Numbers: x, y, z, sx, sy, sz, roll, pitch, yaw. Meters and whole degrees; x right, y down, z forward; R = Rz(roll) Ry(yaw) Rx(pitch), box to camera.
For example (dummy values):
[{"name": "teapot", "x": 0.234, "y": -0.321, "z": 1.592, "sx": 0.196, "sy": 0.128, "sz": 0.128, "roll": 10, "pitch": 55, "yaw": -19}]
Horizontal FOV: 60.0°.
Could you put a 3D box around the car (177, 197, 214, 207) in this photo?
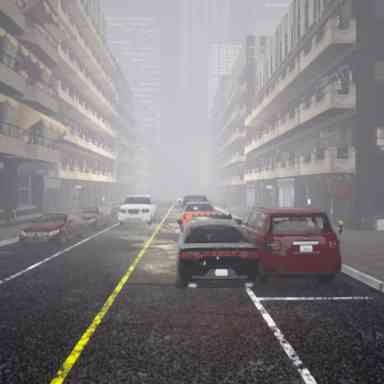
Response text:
[{"name": "car", "x": 0.355, "y": 1.344, "z": 19.155, "sx": 2.097, "sy": 1.767, "sz": 4.553, "roll": 0, "pitch": 0, "yaw": -2}]

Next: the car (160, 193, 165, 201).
[{"name": "car", "x": -8.098, "y": 1.526, "z": 82.187, "sx": 2.008, "sy": 1.369, "sz": 4.403, "roll": -1, "pitch": 0, "yaw": -2}]

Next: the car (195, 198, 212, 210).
[{"name": "car", "x": 1.430, "y": 1.551, "z": 43.207, "sx": 1.947, "sy": 1.339, "sz": 4.313, "roll": -1, "pitch": 0, "yaw": -2}]

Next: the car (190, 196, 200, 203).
[{"name": "car", "x": 0.608, "y": 1.544, "z": 71.205, "sx": 1.947, "sy": 1.339, "sz": 4.313, "roll": -1, "pitch": 0, "yaw": -2}]

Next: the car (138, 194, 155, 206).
[{"name": "car", "x": -7.279, "y": 1.297, "z": 54.189, "sx": 2.192, "sy": 1.841, "sz": 5.009, "roll": -1, "pitch": 0, "yaw": -2}]

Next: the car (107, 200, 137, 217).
[{"name": "car", "x": -6.618, "y": 1.539, "z": 31.791, "sx": 2.008, "sy": 1.369, "sz": 4.403, "roll": -1, "pitch": 0, "yaw": -2}]

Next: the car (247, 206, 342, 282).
[{"name": "car", "x": 2.413, "y": 1.312, "z": 9.610, "sx": 2.192, "sy": 1.841, "sz": 5.009, "roll": -1, "pitch": 0, "yaw": -2}]

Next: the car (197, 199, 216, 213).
[{"name": "car", "x": 1.589, "y": 1.512, "z": 37.777, "sx": 1.752, "sy": 1.417, "sz": 4.829, "roll": -1, "pitch": 0, "yaw": -2}]

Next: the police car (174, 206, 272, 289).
[{"name": "police car", "x": 0.542, "y": 1.422, "z": 9.301, "sx": 1.930, "sy": 1.638, "sz": 5.238, "roll": 0, "pitch": 0, "yaw": -1}]

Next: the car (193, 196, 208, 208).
[{"name": "car", "x": 1.264, "y": 1.423, "z": 48.807, "sx": 1.967, "sy": 1.590, "sz": 4.097, "roll": -1, "pitch": 0, "yaw": -2}]

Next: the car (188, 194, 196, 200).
[{"name": "car", "x": -0.051, "y": 1.414, "z": 93.604, "sx": 1.967, "sy": 1.590, "sz": 4.097, "roll": -1, "pitch": 0, "yaw": -2}]

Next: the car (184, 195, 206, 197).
[{"name": "car", "x": 0.178, "y": 1.215, "z": 25.212, "sx": 2.150, "sy": 2.045, "sz": 5.566, "roll": 0, "pitch": 0, "yaw": -2}]

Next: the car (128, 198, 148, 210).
[{"name": "car", "x": -6.947, "y": 1.535, "z": 42.990, "sx": 2.008, "sy": 1.369, "sz": 4.403, "roll": -1, "pitch": 0, "yaw": -2}]

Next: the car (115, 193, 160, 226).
[{"name": "car", "x": -3.782, "y": 1.213, "z": 23.740, "sx": 2.150, "sy": 2.045, "sz": 5.566, "roll": 0, "pitch": 0, "yaw": -2}]

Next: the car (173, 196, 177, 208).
[{"name": "car", "x": -1.304, "y": 1.585, "z": 45.463, "sx": 1.895, "sy": 1.301, "sz": 4.718, "roll": 0, "pitch": 0, "yaw": -1}]

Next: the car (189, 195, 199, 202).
[{"name": "car", "x": 0.444, "y": 1.527, "z": 76.806, "sx": 2.008, "sy": 1.369, "sz": 4.403, "roll": -1, "pitch": 0, "yaw": -2}]

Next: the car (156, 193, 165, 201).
[{"name": "car", "x": -8.266, "y": 1.289, "z": 87.787, "sx": 2.192, "sy": 1.841, "sz": 5.009, "roll": -1, "pitch": 0, "yaw": -2}]

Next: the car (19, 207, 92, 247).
[{"name": "car", "x": -6.125, "y": 1.576, "z": 14.992, "sx": 1.802, "sy": 1.307, "sz": 4.206, "roll": -1, "pitch": 0, "yaw": -2}]

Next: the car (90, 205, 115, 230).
[{"name": "car", "x": -6.290, "y": 1.574, "z": 20.591, "sx": 1.802, "sy": 1.307, "sz": 4.206, "roll": -1, "pitch": 0, "yaw": -2}]
